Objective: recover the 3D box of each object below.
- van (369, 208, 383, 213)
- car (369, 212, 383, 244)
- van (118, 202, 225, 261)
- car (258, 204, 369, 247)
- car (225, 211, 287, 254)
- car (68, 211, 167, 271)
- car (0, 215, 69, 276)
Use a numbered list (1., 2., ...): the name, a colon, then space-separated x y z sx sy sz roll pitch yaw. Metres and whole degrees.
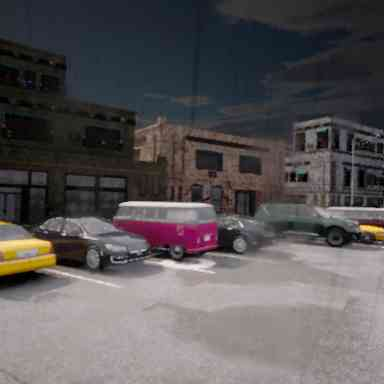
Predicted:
1. van: 10.918 1.996 21.175 4.442 1.987 1.878 0 -3 35
2. car: 8.567 2.073 19.435 5.366 1.575 1.946 0 -3 35
3. van: -1.241 1.378 12.840 4.442 1.987 1.878 0 -1 35
4. car: 6.050 1.681 17.843 5.566 2.045 2.435 0 -3 35
5. car: 1.239 1.692 14.453 4.892 1.521 2.231 0 -2 35
6. car: -3.534 1.535 11.082 4.892 1.521 2.231 -1 -2 35
7. car: -6.068 1.483 9.480 5.366 1.575 1.946 -1 -1 35
